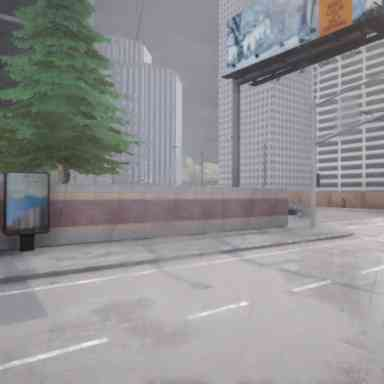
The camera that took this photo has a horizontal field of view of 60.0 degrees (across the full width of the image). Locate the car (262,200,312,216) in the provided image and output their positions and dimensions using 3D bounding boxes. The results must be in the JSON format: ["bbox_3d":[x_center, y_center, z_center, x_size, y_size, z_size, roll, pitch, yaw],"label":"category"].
[{"bbox_3d":[10.247,1.665,36.174,2.128,1.511,4.902,0,0,-35],"label":"car"}]

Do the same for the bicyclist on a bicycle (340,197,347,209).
[{"bbox_3d":[20.987,1.561,46.073,1.656,1.620,0.582,0,0,-35],"label":"bicyclist on a bicycle"}]

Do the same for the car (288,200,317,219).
[{"bbox_3d":[9.405,1.644,31.298,2.128,1.511,4.902,0,0,-35],"label":"car"}]
